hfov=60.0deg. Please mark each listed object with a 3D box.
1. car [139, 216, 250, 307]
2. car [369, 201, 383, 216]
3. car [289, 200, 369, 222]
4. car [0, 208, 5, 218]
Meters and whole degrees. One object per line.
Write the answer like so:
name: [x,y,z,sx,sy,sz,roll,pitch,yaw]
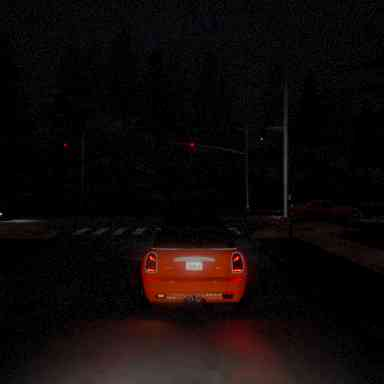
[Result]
car: [0.050,1.352,8.115,2.097,1.767,4.553,0,0,0]
car: [14.342,1.438,27.357,4.718,1.301,1.895,0,0,0]
car: [9.403,1.315,23.644,5.008,1.535,1.882,0,0,0]
car: [-15.890,1.342,23.557,4.892,1.490,1.837,0,0,0]
